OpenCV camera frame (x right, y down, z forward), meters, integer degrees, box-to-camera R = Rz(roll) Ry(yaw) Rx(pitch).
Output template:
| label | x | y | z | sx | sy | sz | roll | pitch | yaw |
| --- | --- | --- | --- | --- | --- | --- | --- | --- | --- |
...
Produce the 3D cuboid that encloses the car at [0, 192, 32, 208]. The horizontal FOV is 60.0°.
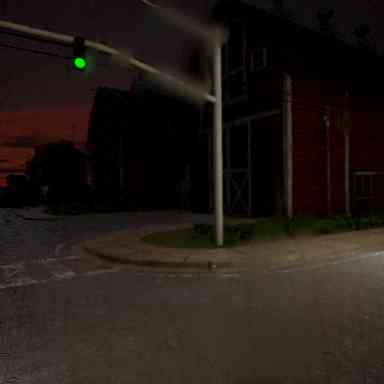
| label | x | y | z | sx | sy | sz | roll | pitch | yaw |
| --- | --- | --- | --- | --- | --- | --- | --- | --- | --- |
| car | -23.666 | 1.045 | 44.756 | 3.866 | 1.878 | 1.905 | -2 | 6 | 14 |
